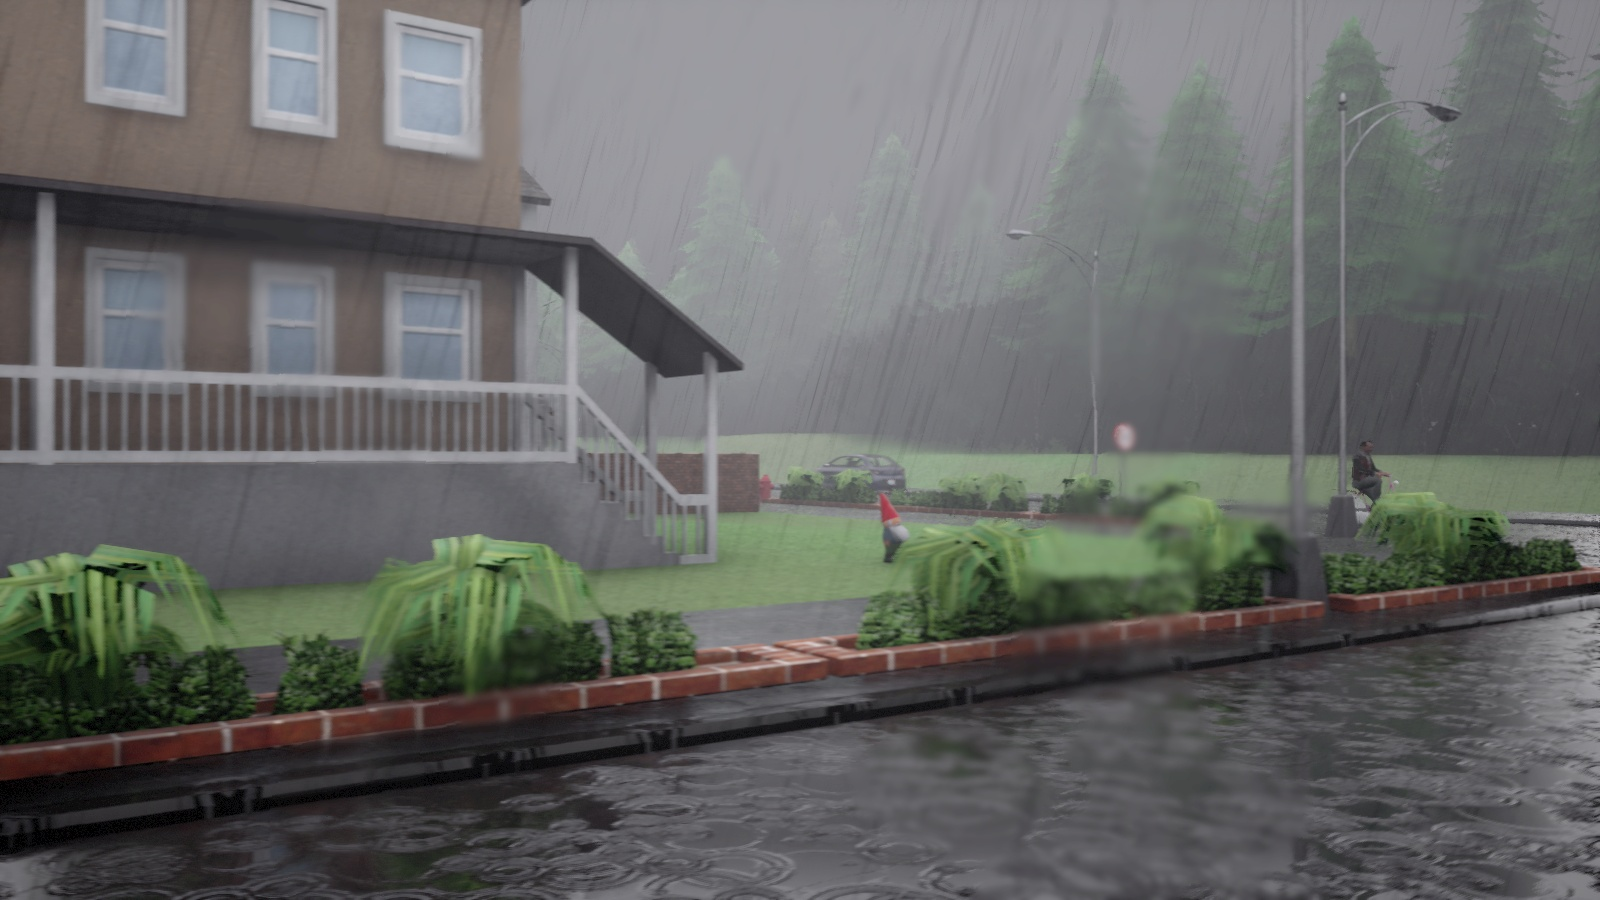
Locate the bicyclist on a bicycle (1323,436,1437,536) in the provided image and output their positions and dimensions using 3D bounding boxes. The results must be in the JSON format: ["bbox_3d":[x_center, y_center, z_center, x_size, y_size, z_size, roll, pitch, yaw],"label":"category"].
[{"bbox_3d":[10.776,0.650,23.398,0.659,1.776,1.843,0,0,-35],"label":"bicyclist on a bicycle"}]

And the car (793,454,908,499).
[{"bbox_3d":[1.700,0.861,43.466,1.816,1.474,4.193,0,0,-35],"label":"car"}]
